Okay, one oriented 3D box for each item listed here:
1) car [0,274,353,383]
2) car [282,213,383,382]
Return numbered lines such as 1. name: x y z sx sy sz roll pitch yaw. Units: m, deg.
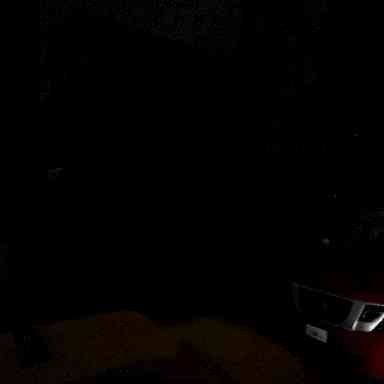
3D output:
1. car: -1.226 1.525 1.932 4.829 1.417 1.752 0 0 -36
2. car: 3.478 1.300 5.296 5.009 1.841 2.192 0 0 -36
